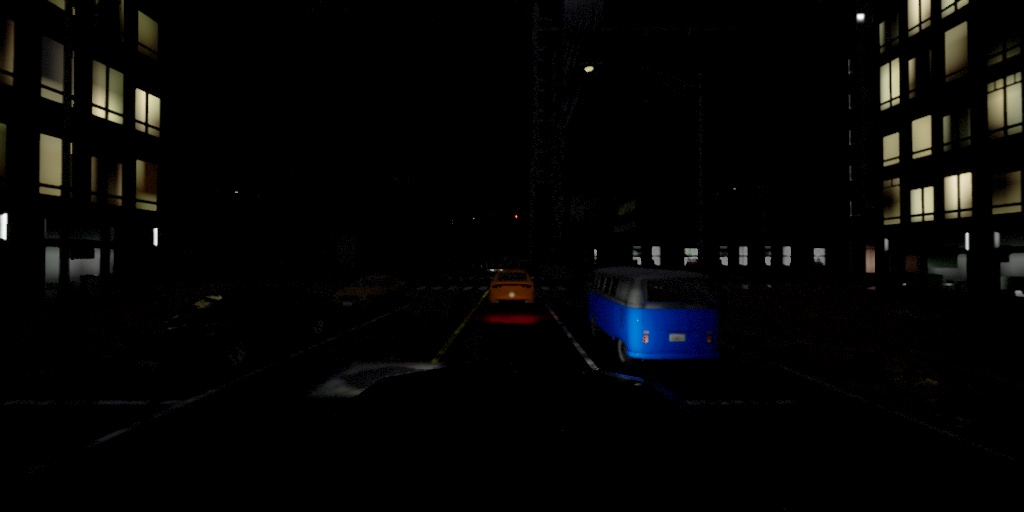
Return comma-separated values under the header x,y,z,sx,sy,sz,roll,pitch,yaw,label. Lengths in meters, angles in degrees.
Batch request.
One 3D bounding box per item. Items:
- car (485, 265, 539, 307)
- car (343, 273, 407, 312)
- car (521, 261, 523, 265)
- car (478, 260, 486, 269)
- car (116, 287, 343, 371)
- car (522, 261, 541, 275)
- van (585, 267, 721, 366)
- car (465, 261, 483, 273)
x,y,z,sx,sy,sz,roll,pitch,yaw,label
0.004,1.363,16.325,1.882,1.535,5.008,0,0,0,car
-5.821,1.401,15.085,1.751,1.417,4.829,0,0,0,car
2.682,1.777,51.658,1.948,1.339,4.313,0,0,0,car
-5.700,1.814,57.337,2.007,1.370,4.403,0,0,0,car
-5.772,1.373,7.851,1.948,1.339,4.313,0,0,0,car
2.683,1.598,45.978,1.967,1.591,4.097,0,0,0,car
2.771,1.148,7.854,1.690,1.789,3.998,0,0,0,van
-5.699,1.756,51.654,1.888,1.381,4.507,0,0,0,car
